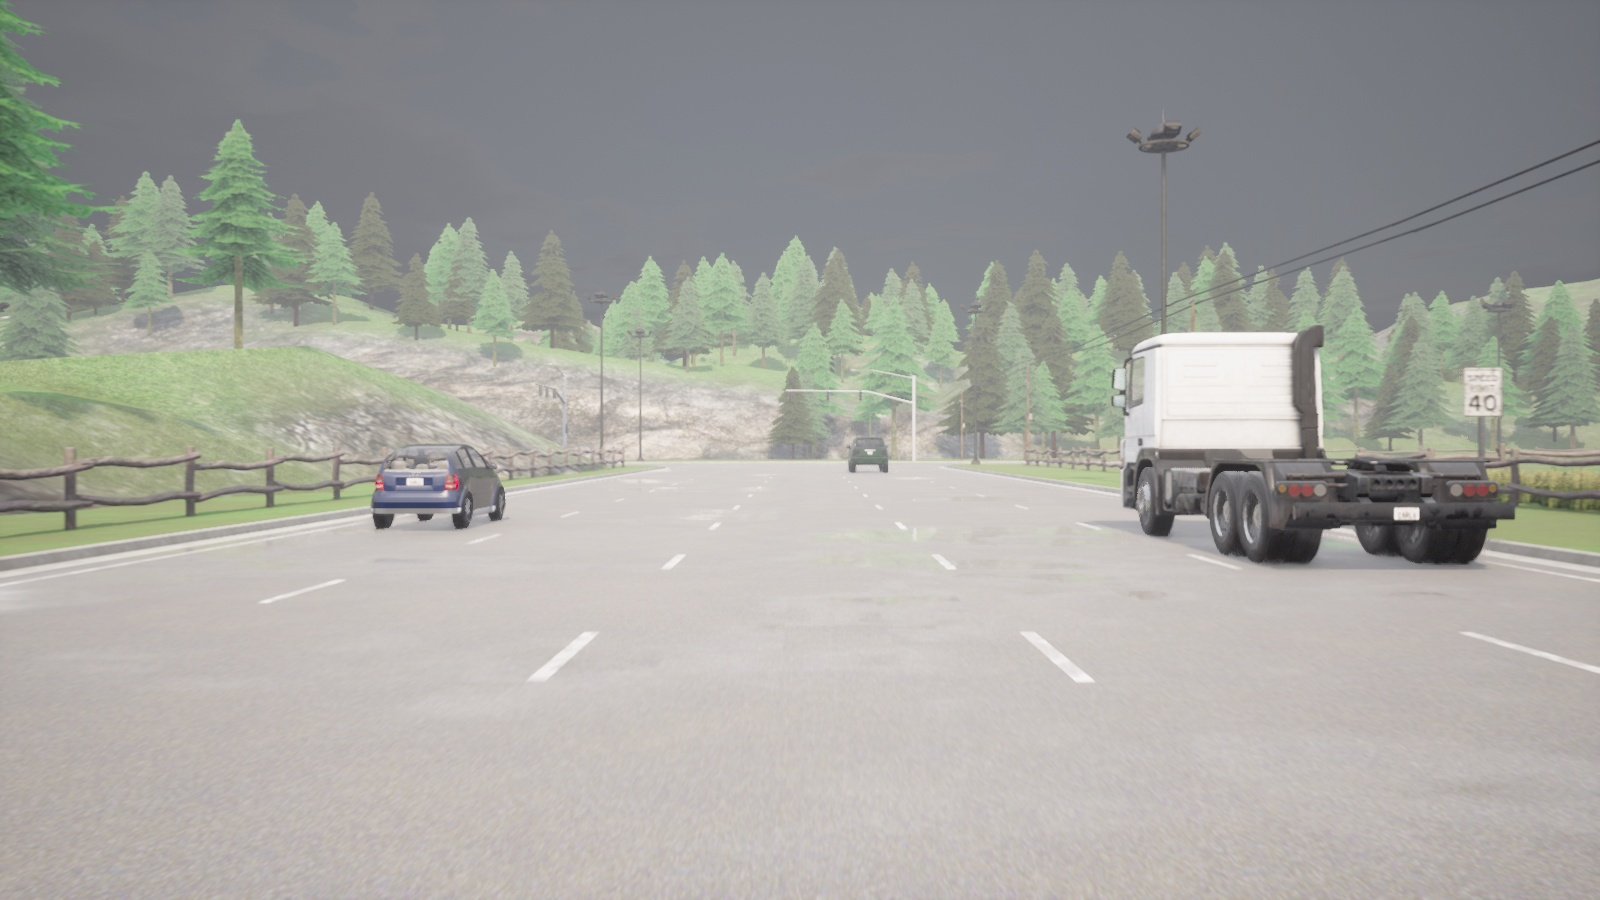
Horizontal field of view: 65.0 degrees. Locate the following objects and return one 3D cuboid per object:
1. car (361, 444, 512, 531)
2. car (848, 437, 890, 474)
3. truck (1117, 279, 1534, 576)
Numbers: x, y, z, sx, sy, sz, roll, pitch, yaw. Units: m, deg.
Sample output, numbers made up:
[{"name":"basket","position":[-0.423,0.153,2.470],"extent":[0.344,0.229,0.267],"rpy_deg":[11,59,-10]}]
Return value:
[{"name":"car","position":[-6.846,0.658,24.035],"extent":[1.789,1.549,3.705],"rpy_deg":[0,0,0]},{"name":"car","position":[3.932,0.280,72.679],"extent":[2.150,2.045,5.566],"rpy_deg":[0,0,0]},{"name":"truck","position":[7.123,-0.277,18.607],"extent":[2.891,3.462,7.936],"rpy_deg":[0,0,0]}]
